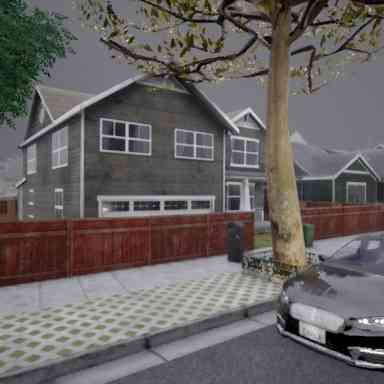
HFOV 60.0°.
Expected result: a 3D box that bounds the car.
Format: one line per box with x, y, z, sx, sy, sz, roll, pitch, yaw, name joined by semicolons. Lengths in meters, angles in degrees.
3.480;1.490;5.616;4.902;1.511;2.128;0;0;-36;car
